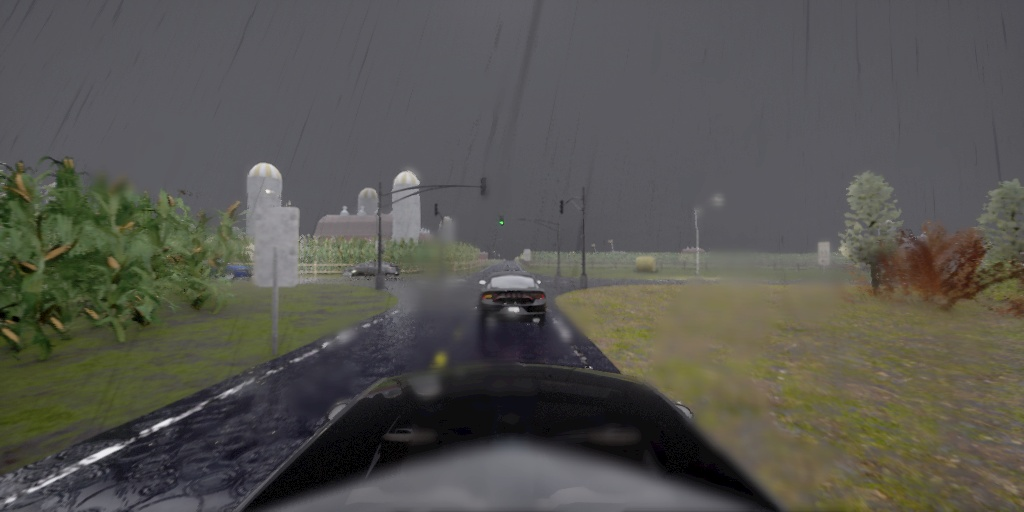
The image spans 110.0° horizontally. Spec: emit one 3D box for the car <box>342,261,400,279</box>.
[{"bbox_3d":[-11.620,1.164,29.486,4.902,1.511,2.128,0,-2,17],"label":"car"}]

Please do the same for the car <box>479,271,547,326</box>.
[{"bbox_3d":[-0.044,1.223,11.646,1.882,1.535,5.008,0,0,-2],"label":"car"}]

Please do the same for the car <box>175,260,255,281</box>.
[{"bbox_3d":[-21.308,1.010,25.942,5.008,1.535,1.882,0,-1,-3],"label":"car"}]

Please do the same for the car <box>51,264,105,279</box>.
[{"bbox_3d":[-30.765,0.934,25.425,5.008,1.535,1.882,0,-1,-3],"label":"car"}]
